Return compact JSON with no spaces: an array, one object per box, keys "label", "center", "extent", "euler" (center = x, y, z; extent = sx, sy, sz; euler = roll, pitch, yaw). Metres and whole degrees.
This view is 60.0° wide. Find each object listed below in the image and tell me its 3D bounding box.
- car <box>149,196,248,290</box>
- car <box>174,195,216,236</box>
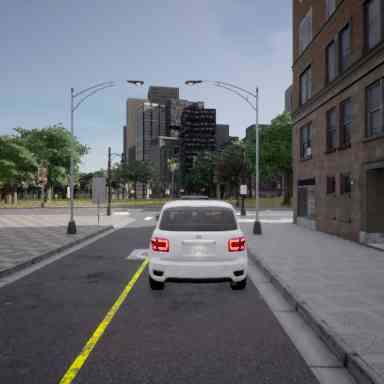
[{"label":"car","center":[0.122,1.222,9.216],"extent":[2.150,2.045,5.566],"euler":[0,0,0]},{"label":"car","center":[0.140,1.223,19.784],"extent":[2.150,2.045,5.566],"euler":[0,0,0]}]
